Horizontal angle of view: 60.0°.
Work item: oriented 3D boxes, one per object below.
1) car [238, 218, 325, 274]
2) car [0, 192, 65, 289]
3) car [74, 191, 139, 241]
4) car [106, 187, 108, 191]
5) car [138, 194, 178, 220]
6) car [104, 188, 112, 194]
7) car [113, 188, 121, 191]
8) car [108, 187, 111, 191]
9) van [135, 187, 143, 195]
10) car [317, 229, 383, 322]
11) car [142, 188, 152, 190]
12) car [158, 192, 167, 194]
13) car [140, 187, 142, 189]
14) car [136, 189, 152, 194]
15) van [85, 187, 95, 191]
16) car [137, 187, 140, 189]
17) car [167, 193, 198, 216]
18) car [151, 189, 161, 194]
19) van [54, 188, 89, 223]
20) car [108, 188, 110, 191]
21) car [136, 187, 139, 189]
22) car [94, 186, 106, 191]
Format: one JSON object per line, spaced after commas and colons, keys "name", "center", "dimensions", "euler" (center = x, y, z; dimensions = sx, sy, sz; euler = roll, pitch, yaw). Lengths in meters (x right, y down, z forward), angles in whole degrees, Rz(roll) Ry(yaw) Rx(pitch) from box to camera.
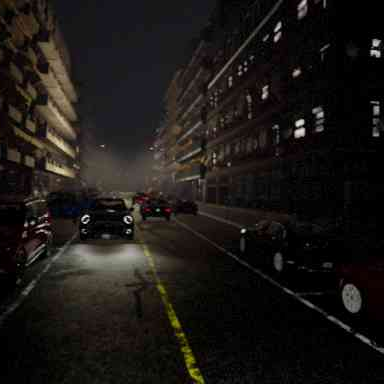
{"name": "car", "center": [2.789, 1.465, 10.066], "dimensions": [2.008, 1.369, 4.403], "euler": [3, 1, -12]}
{"name": "car", "center": [-4.908, 1.031, 8.447], "dimensions": [2.192, 1.841, 5.009], "euler": [3, 1, -12]}
{"name": "car", "center": [-3.629, 1.010, 14.510], "dimensions": [2.097, 1.767, 4.553], "euler": [1, 1, -12]}
{"name": "car", "center": [-11.959, 0.333, 40.863], "dimensions": [2.192, 1.841, 5.009], "euler": [3, 1, -12]}
{"name": "car", "center": [-2.605, 1.102, 22.935], "dimensions": [2.033, 1.411, 5.357], "euler": [1, 1, -12]}
{"name": "car", "center": [-22.555, -0.333, 89.496], "dimensions": [1.802, 1.307, 4.206], "euler": [3, 0, -12]}
{"name": "car", "center": [-16.027, -0.026, 71.496], "dimensions": [1.882, 1.535, 5.008], "euler": [1, 1, -12]}
{"name": "car", "center": [-17.837, -0.205, 67.878], "dimensions": [2.192, 1.841, 5.009], "euler": [3, 0, -12]}
{"name": "van", "center": [-13.692, -0.281, 85.708], "dimensions": [1.690, 1.788, 3.998], "euler": [3, 0, -12]}
{"name": "car", "center": [3.965, 1.582, 4.662], "dimensions": [1.887, 1.381, 4.507], "euler": [3, 1, -12]}
{"name": "car", "center": [-5.459, 0.419, 47.879], "dimensions": [2.192, 1.841, 5.009], "euler": [3, 1, -12]}
{"name": "car", "center": [-1.911, 0.987, 31.678], "dimensions": [1.887, 1.381, 4.507], "euler": [3, 1, -12]}
{"name": "car", "center": [-7.817, 0.327, 58.689], "dimensions": [1.967, 1.590, 4.097], "euler": [3, 1, -12]}
{"name": "car", "center": [-6.055, 0.724, 38.848], "dimensions": [1.837, 1.490, 4.892], "euler": [1, 1, -12]}
{"name": "van", "center": [-8.435, 0.701, 24.655], "dimensions": [1.690, 1.788, 3.998], "euler": [3, 1, -12]}
{"name": "car", "center": [-10.175, 0.259, 69.498], "dimensions": [1.802, 1.307, 4.206], "euler": [3, 0, -12]}
{"name": "car", "center": [-0.736, 1.102, 26.276], "dimensions": [1.887, 1.381, 4.507], "euler": [3, 1, -12]}
{"name": "car", "center": [-3.074, 0.769, 37.083], "dimensions": [1.967, 1.590, 4.097], "euler": [3, 1, -12]}
{"name": "van", "center": [-7.259, 0.817, 19.251], "dimensions": [1.690, 1.788, 3.998], "euler": [3, 1, -12]}
{"name": "car", "center": [-14.324, 0.363, 51.673], "dimensions": [1.947, 1.339, 4.313], "euler": [3, 1, -12]}
{"name": "car", "center": [-12.514, -0.209, 80.304], "dimensions": [2.192, 1.841, 5.009], "euler": [3, 0, -12]}
{"name": "car", "center": [-10.784, 0.446, 35.461], "dimensions": [2.192, 1.841, 5.009], "euler": [3, 1, -12]}
